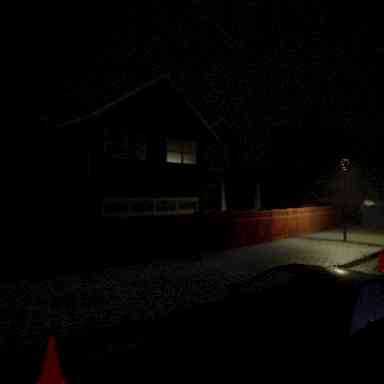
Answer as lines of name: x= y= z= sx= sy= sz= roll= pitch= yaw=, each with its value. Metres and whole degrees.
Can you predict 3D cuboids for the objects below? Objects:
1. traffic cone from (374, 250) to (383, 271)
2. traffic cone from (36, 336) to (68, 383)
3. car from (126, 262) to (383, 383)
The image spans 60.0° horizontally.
traffic cone: x=5.763 y=2.061 z=10.105 sx=0.340 sy=0.580 sz=0.340 roll=1 pitch=-1 yaw=-44
traffic cone: x=-1.617 y=1.966 z=3.831 sx=0.340 sy=0.580 sz=0.340 roll=1 pitch=0 yaw=-37
car: x=1.383 y=1.597 z=3.814 sx=4.181 sy=1.385 sz=1.994 roll=1 pitch=0 yaw=-39
